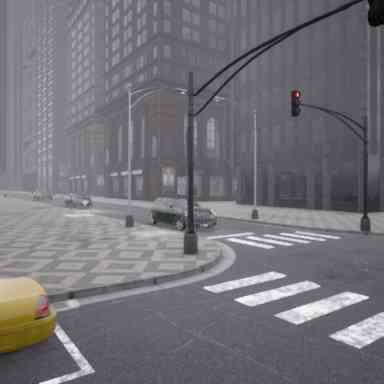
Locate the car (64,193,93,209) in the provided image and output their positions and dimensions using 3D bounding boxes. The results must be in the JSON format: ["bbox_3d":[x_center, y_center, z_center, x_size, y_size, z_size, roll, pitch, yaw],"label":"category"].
[{"bbox_3d":[-11.796,0.860,34.370,2.128,1.511,4.902,0,1,-36],"label":"car"}]

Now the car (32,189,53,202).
[{"bbox_3d":[-21.655,0.351,48.272,2.097,1.767,4.553,0,1,-36],"label":"car"}]

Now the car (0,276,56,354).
[{"bbox_3d":[-4.153,1.526,3.691,4.829,1.417,1.752,0,0,-35],"label":"car"}]

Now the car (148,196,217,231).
[{"bbox_3d":[-0.612,1.073,18.796,2.097,1.767,4.553,0,1,-36],"label":"car"}]
